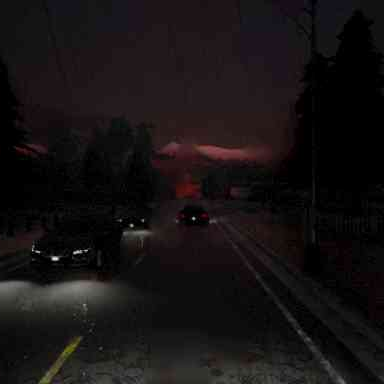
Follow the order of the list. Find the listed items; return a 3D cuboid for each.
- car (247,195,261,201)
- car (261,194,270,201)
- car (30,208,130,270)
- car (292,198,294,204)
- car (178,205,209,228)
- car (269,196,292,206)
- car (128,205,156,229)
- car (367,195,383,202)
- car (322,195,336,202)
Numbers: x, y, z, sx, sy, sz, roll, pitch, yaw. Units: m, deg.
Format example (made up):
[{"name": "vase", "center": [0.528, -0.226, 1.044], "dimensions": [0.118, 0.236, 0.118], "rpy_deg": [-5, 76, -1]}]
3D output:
[{"name": "car", "center": [14.225, 1.374, 78.723], "dimensions": [2.007, 1.523, 4.514], "rpy_deg": [0, 0, 0]}, {"name": "car", "center": [17.362, 1.365, 78.744], "dimensions": [2.152, 1.636, 5.027], "rpy_deg": [0, 0, 0]}, {"name": "car", "center": [-3.574, 1.510, 11.163], "dimensions": [1.837, 1.490, 4.892], "rpy_deg": [0, 0, 0]}, {"name": "car", "center": [17.026, 1.411, 60.080], "dimensions": [1.970, 1.475, 3.806], "rpy_deg": [0, 0, 0]}, {"name": "car", "center": [0.104, 1.574, 22.100], "dimensions": [1.994, 1.385, 4.181], "rpy_deg": [0, 0, 0]}, {"name": "car", "center": [13.970, 1.397, 52.690], "dimensions": [1.845, 1.501, 3.633], "rpy_deg": [0, 0, 0]}, {"name": "car", "center": [-3.495, 1.556, 21.956], "dimensions": [2.033, 1.411, 5.357], "rpy_deg": [0, 0, 0]}, {"name": "car", "center": [39.121, 1.330, 70.806], "dimensions": [2.007, 1.523, 4.514], "rpy_deg": [0, 0, 0]}, {"name": "car", "center": [29.129, 1.352, 70.950], "dimensions": [1.845, 1.501, 3.633], "rpy_deg": [0, 0, 0]}]
